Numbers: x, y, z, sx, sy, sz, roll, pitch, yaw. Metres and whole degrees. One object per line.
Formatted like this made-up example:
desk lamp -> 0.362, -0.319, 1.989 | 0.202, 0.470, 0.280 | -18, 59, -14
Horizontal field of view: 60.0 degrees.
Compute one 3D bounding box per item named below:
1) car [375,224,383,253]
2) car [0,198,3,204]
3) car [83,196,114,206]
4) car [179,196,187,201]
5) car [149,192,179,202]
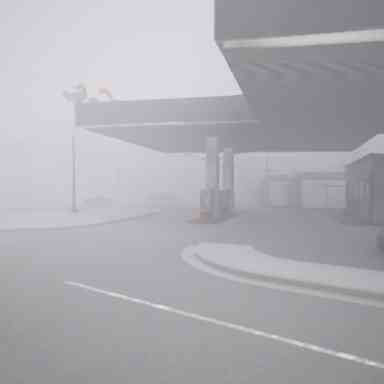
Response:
car -> 8.148, 1.295, 9.990 | 4.611, 1.667, 2.242 | 0, 0, 36
car -> -29.960, 1.354, 47.981 | 1.837, 1.490, 4.892 | 0, 1, 34
car -> -14.279, 1.357, 51.294 | 1.882, 1.535, 5.008 | 0, 0, 37
car -> -3.662, 1.457, 73.963 | 4.718, 1.301, 1.895 | 0, 0, -27
car -> -6.133, 1.090, 68.786 | 5.566, 2.045, 2.150 | 0, 0, -31
